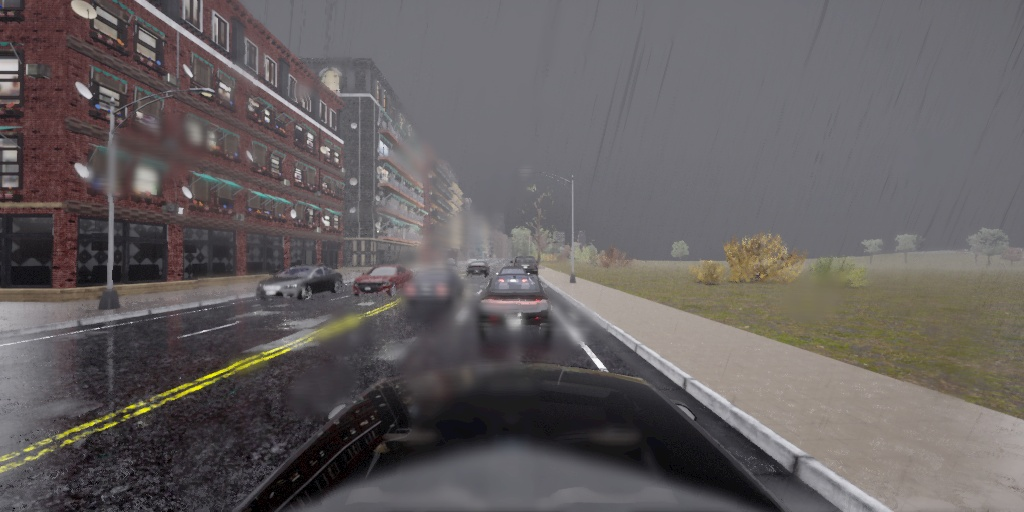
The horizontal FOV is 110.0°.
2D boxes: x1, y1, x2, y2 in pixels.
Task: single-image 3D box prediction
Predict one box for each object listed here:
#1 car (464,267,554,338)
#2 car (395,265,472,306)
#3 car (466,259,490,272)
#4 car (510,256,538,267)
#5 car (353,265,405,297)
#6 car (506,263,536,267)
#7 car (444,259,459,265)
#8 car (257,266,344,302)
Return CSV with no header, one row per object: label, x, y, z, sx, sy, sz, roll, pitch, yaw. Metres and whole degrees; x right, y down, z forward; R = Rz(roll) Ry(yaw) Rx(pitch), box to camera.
car,0.076,1.243,10.249,2.128,1.511,4.902,0,0,0
car,-3.190,1.299,15.790,2.033,1.411,5.357,0,0,0
car,-3.250,1.231,35.558,1.882,1.535,5.008,0,0,0
car,1.052,0.979,30.902,2.150,2.045,5.566,0,0,0
car,-6.649,1.230,19.026,1.882,1.535,5.008,0,0,0
car,0.049,1.300,20.689,2.033,1.411,5.357,0,0,0
car,-9.999,1.258,59.473,1.837,1.490,4.892,0,0,0
car,-9.896,1.244,17.185,2.128,1.511,4.902,0,0,0
